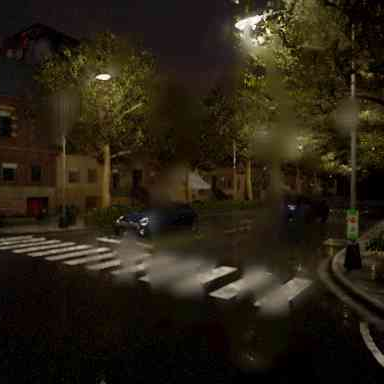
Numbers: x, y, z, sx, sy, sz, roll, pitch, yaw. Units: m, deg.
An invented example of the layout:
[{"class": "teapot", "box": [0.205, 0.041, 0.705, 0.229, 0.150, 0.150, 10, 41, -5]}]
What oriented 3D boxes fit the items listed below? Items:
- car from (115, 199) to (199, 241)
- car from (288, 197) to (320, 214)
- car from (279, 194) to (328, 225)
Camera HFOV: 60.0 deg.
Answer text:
[{"class": "car", "box": [-1.603, 1.269, 16.455, 2.097, 1.767, 4.553, 1, 0, 35]}, {"class": "car", "box": [12.188, 1.395, 35.845, 1.882, 1.535, 5.008, 1, 0, 35]}, {"class": "car", "box": [8.047, 1.166, 23.736, 2.150, 2.045, 5.566, 1, 0, 35]}]
